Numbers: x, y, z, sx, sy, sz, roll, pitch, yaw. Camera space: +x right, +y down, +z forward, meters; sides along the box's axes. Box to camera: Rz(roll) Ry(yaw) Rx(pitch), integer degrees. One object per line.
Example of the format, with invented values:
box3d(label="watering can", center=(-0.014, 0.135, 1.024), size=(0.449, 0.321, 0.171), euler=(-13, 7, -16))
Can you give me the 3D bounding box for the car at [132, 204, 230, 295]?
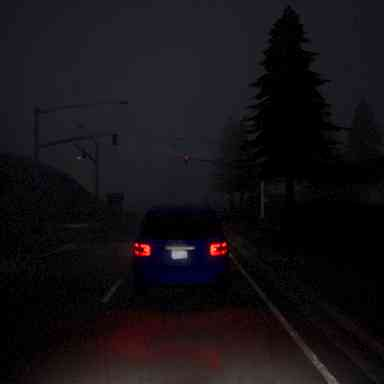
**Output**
box3d(label="car", center=(-0.243, 1.343, 9.300), size=(2.150, 2.045, 5.566), euler=(0, 0, 0))
